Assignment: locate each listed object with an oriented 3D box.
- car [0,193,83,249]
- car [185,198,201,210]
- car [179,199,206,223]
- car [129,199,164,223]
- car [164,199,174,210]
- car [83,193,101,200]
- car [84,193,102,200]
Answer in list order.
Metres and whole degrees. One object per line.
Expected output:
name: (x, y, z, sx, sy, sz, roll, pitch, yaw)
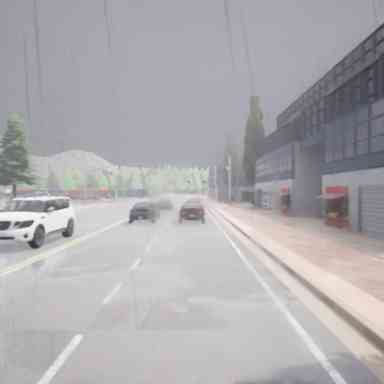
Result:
car: (-7.056, 1.209, 14.941, 2.150, 2.045, 5.566, 0, 0, 1)
car: (0.085, 1.525, 42.111, 1.994, 1.385, 4.181, 0, 0, 0)
car: (0.030, 1.455, 25.154, 1.882, 1.535, 5.008, 0, 0, 1)
car: (-3.473, 1.483, 24.930, 1.837, 1.490, 4.892, 0, 0, 1)
car: (-3.422, 1.526, 41.798, 1.994, 1.385, 4.181, 0, 0, 0)
car: (-24.952, 1.082, 80.591, 4.605, 1.855, 1.932, 0, 0, 0)
car: (-24.896, 1.083, 83.485, 3.866, 1.878, 1.905, 0, 0, 0)
